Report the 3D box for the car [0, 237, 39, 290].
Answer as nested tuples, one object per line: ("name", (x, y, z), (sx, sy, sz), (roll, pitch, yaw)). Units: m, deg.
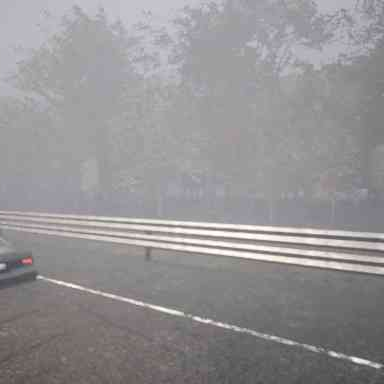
("car", (-5.975, 1.585, 8.215), (5.357, 1.411, 2.033), (0, 0, 35))
